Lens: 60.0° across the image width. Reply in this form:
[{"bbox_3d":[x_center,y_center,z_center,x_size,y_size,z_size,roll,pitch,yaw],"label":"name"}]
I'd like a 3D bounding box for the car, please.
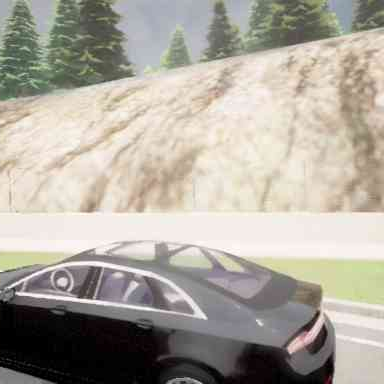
[{"bbox_3d":[-0.907,1.381,4.078,4.902,1.511,2.128,0,1,25],"label":"car"}]
